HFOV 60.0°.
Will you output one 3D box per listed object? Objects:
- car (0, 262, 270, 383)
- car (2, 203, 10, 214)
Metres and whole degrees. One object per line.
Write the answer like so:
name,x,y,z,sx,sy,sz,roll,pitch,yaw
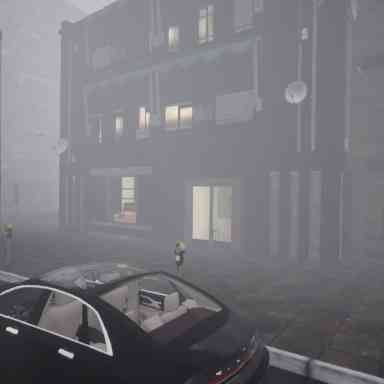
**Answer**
car,-1.306,1.550,3.943,4.403,1.369,2.008,0,1,35
car,-21.549,1.623,34.887,2.008,1.369,4.403,1,0,36
